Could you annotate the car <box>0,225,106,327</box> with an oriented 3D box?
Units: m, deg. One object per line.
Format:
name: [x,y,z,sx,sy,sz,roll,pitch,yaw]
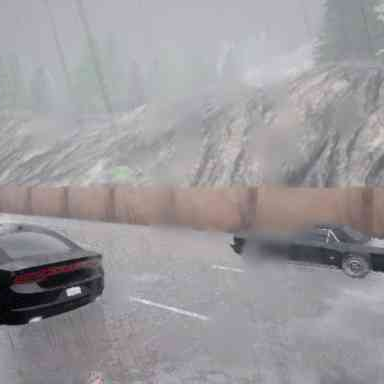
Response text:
car: [-3.913,1.401,6.711,5.008,1.535,1.882,1,0,35]

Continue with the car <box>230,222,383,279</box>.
car: [3.576,1.570,10.006,4.718,1.301,1.895,1,0,35]
